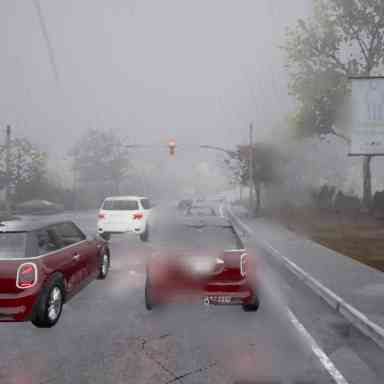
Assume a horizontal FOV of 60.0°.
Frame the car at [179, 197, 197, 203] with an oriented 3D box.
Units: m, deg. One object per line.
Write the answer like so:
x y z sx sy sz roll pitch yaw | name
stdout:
-0.823 1.504 48.534 1.837 1.490 4.892 0 0 5 | car

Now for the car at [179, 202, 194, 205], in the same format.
0.466 1.491 17.156 2.128 1.511 4.902 0 0 2 | car

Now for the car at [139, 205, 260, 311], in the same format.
0.216 1.352 7.949 2.097 1.767 4.553 0 0 1 | car

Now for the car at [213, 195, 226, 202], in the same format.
5.973 1.590 75.535 1.895 1.301 4.718 0 0 9 | car

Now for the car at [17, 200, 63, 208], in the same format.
-15.527 1.525 34.284 4.674 1.442 1.812 0 0 3 | car

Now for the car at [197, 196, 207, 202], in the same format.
2.106 1.542 73.191 2.033 1.411 5.357 0 0 9 | car

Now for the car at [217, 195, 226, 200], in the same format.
7.661 1.392 85.628 1.812 1.442 4.674 0 0 10 | car

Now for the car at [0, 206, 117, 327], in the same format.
-3.293 1.352 7.202 2.097 1.767 4.553 0 0 1 | car

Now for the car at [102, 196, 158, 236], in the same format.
-3.052 1.221 16.879 2.150 2.045 5.566 0 0 2 | car
